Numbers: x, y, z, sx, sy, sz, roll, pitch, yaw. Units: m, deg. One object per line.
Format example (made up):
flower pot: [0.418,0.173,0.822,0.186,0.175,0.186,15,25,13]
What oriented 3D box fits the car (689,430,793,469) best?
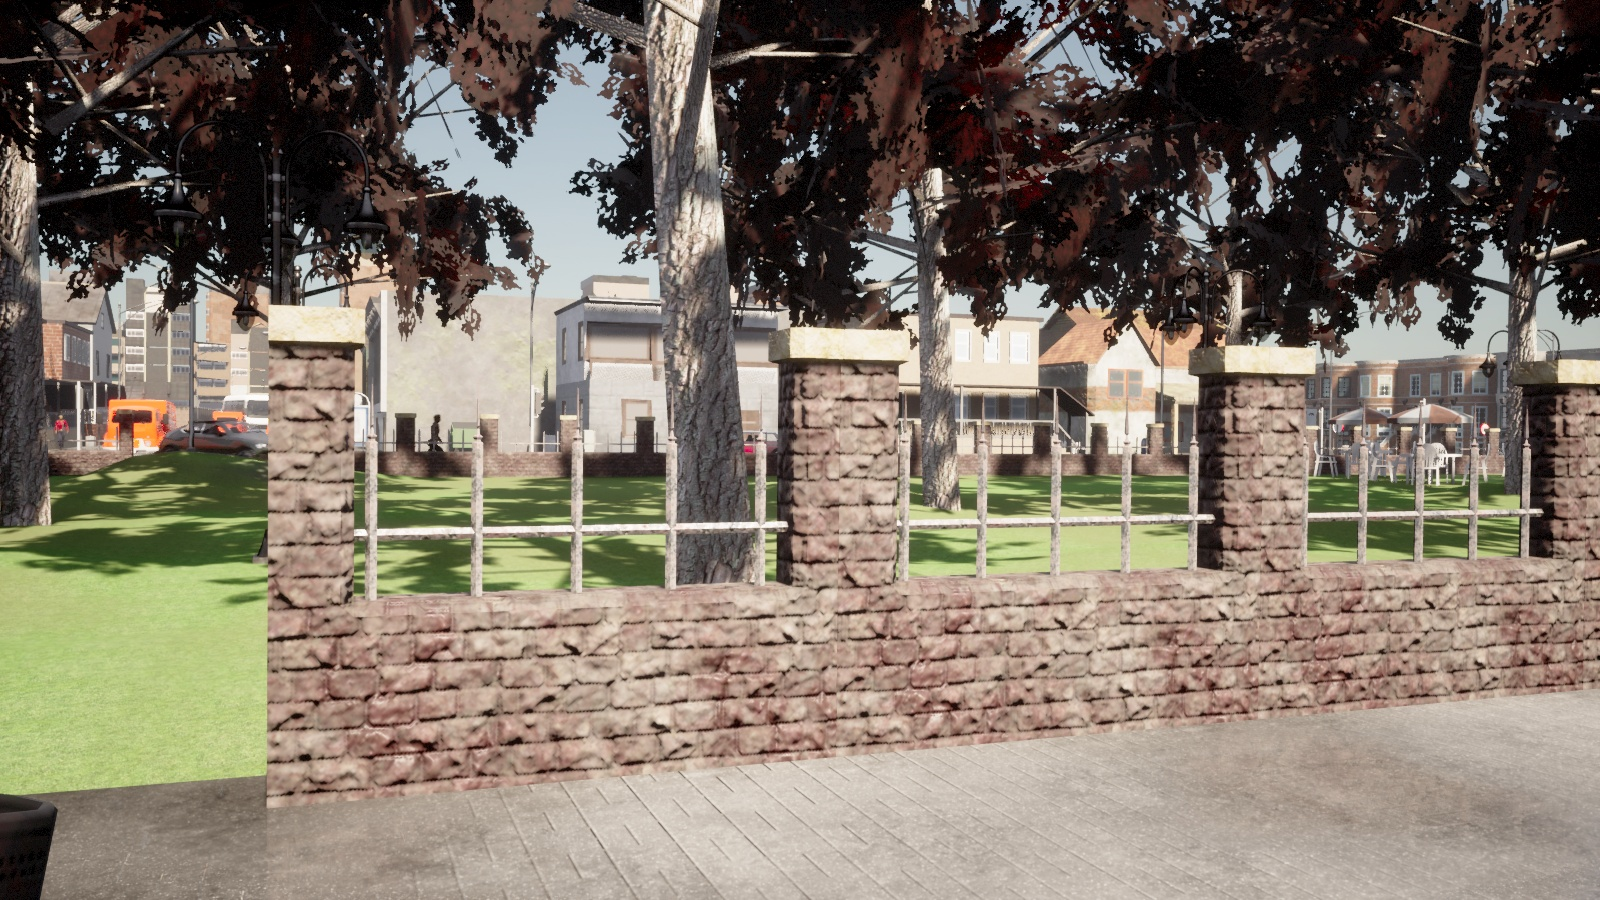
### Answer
car: [-2.411,-0.045,51.313,3.806,1.475,1.970,-1,1,-21]

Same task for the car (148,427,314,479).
car: [-19.135,0.096,42.247,5.027,1.651,2.152,0,1,22]

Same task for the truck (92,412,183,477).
truck: [-26.904,-0.220,51.172,2.627,2.467,5.204,-1,0,-21]

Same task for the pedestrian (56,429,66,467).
pedestrian: [-36.501,-0.107,62.016,0.331,1.846,0.636,-1,1,-23]

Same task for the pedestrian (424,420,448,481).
pedestrian: [-11.020,0.008,38.025,0.634,1.846,0.331,-1,1,-20]
